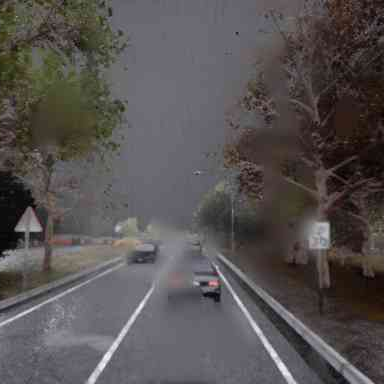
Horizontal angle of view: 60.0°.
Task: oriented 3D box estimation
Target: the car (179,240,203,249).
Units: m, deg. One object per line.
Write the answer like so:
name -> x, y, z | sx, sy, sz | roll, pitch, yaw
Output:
car -> 0.076, 5.483, 32.849 | 2.128, 1.511, 4.902 | 0, -7, 0

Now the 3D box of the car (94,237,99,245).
car -> -23.437, 10.640, 72.467 | 4.553, 1.767, 2.185 | 0, -9, 0

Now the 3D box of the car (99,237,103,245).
car -> -23.466, 11.161, 75.064 | 5.008, 1.535, 2.097 | 0, -9, 0

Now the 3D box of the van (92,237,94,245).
van -> -23.583, 10.124, 69.744 | 4.442, 1.987, 1.878 | 0, -9, 0

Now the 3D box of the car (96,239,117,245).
car -> -23.486, 13.677, 91.620 | 5.008, 1.535, 2.097 | 0, -9, 0

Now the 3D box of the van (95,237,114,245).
van -> -23.360, 13.038, 88.915 | 4.442, 1.987, 1.878 | 0, -9, 0

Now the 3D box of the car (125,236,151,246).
car -> -10.415, 9.461, 64.034 | 4.553, 1.767, 2.185 | 0, -9, 0

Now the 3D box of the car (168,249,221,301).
car -> 0.092, 3.234, 12.967 | 2.033, 1.411, 5.357 | 0, -7, 0

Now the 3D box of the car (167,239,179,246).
car -> -3.314, 9.977, 65.710 | 1.994, 1.385, 4.181 | 0, -8, 0

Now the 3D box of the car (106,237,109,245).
car -> -23.468, 12.014, 80.665 | 4.892, 1.521, 2.231 | 0, -9, 0

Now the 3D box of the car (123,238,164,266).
car -> -3.364, 4.407, 24.080 | 1.882, 1.535, 5.008 | 0, -7, 0

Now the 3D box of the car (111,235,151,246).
car -> -10.195, 8.380, 55.786 | 5.366, 1.575, 1.946 | 0, -8, 0

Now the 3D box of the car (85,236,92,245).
car -> -23.459, 9.933, 66.970 | 4.892, 1.521, 2.231 | 0, -9, 0

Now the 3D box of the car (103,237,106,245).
car -> -23.467, 11.596, 77.927 | 5.008, 1.535, 2.097 | 0, -9, 0

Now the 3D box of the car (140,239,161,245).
car -> -10.366, 12.530, 83.218 | 4.792, 1.488, 2.163 | 0, -9, 0

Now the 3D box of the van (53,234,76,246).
van -> -23.577, 8.466, 58.668 | 4.442, 1.987, 1.878 | 0, -8, 0

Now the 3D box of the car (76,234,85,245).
car -> -23.489, 8.859, 61.533 | 5.566, 2.045, 2.435 | 0, -8, 0

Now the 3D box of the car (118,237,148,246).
car -> -10.387, 8.775, 58.526 | 4.892, 1.521, 2.231 | 0, -8, 0

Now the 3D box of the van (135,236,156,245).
van -> -10.506, 11.026, 75.024 | 4.442, 1.987, 1.878 | 0, -9, 0
